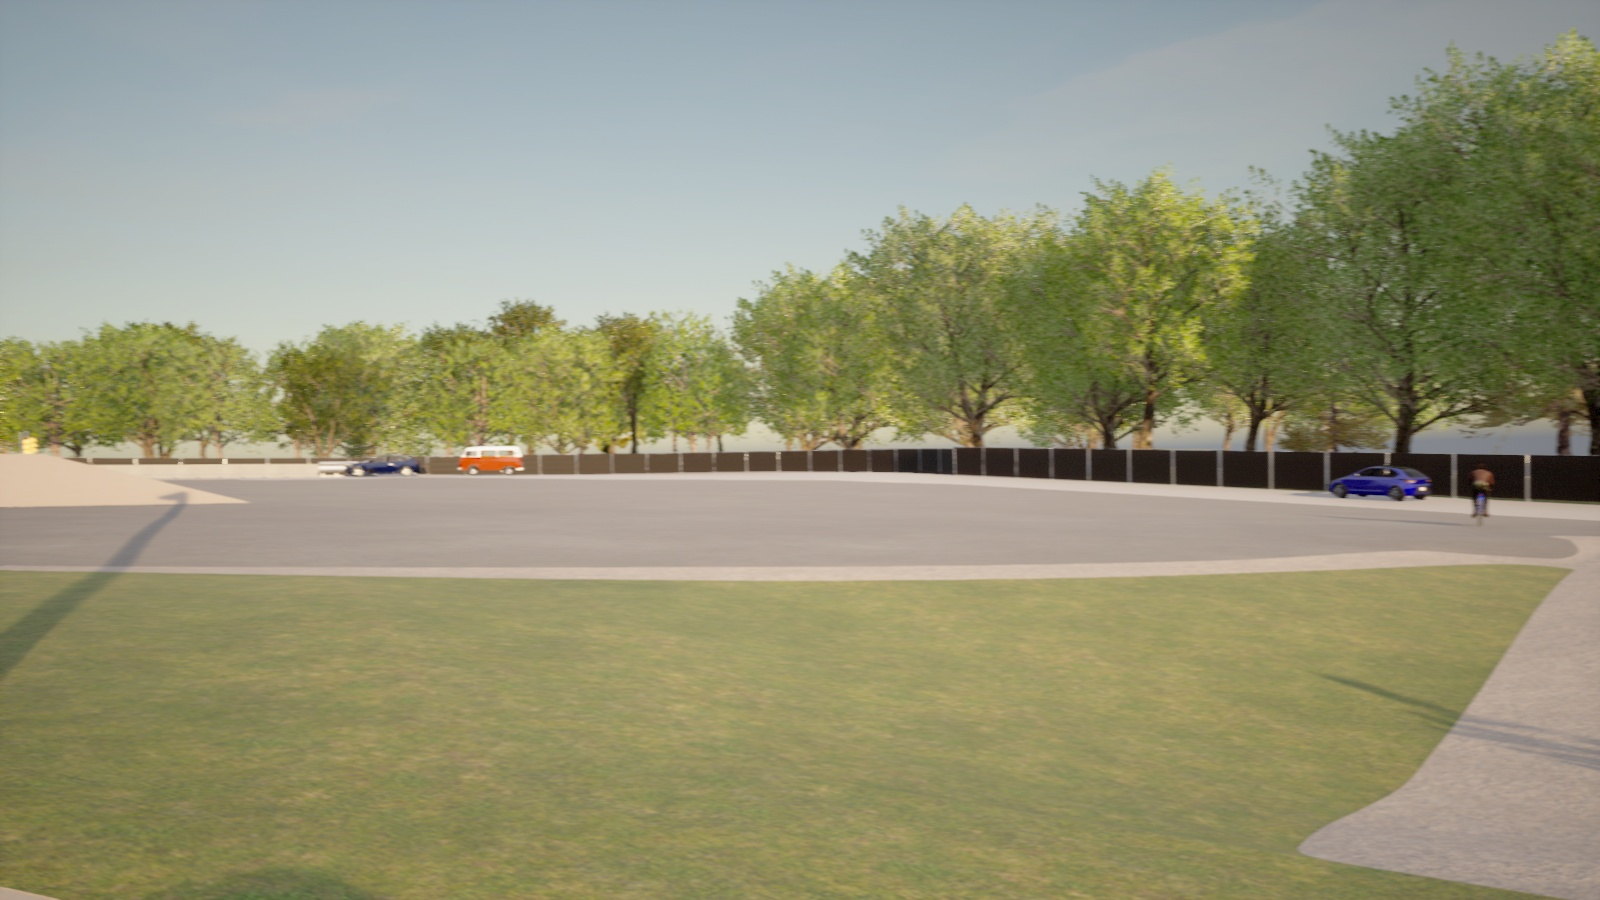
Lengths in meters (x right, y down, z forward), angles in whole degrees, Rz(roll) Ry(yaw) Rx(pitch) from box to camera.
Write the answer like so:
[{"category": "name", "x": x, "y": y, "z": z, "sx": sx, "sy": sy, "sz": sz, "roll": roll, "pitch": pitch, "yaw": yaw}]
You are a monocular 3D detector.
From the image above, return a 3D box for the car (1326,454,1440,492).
[{"category": "car", "x": 25.280, "y": 0.960, "z": 54.579, "sx": 1.816, "sy": 1.474, "sz": 4.193, "roll": -3, "pitch": 2, "yaw": -30}]

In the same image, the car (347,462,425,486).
[{"category": "car", "x": -27.431, "y": 1.571, "z": 83.212, "sx": 4.792, "sy": 1.488, "sz": 2.163, "roll": -1, "pitch": -1, "yaw": -19}]

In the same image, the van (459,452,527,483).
[{"category": "van", "x": -21.641, "y": 1.200, "z": 88.612, "sx": 4.480, "sy": 2.038, "sz": 2.069, "roll": -1, "pitch": 0, "yaw": -10}]

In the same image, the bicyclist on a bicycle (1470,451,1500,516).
[{"category": "bicyclist on a bicycle", "x": 17.694, "y": 0.856, "z": 32.428, "sx": 0.582, "sy": 1.620, "sz": 1.656, "roll": -1, "pitch": -1, "yaw": 31}]
